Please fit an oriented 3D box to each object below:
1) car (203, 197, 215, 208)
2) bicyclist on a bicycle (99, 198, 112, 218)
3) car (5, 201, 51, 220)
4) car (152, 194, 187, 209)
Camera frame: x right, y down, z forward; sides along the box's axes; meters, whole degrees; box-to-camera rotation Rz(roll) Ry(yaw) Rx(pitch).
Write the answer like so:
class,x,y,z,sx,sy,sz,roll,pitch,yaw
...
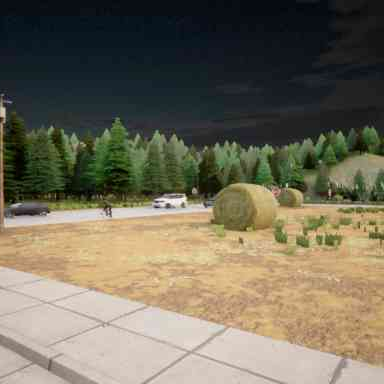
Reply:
class,x,y,z,sx,sy,sz,roll,pitch,yaw
car,3.530,1.518,47.769,2.128,1.511,4.902,0,0,37
bicyclist on a bicycle,-7.010,1.327,27.018,1.656,1.620,0.582,0,0,36
car,-14.769,1.552,29.103,1.812,1.442,4.674,0,0,36
car,-2.938,1.251,45.104,2.150,2.045,5.566,0,0,37
